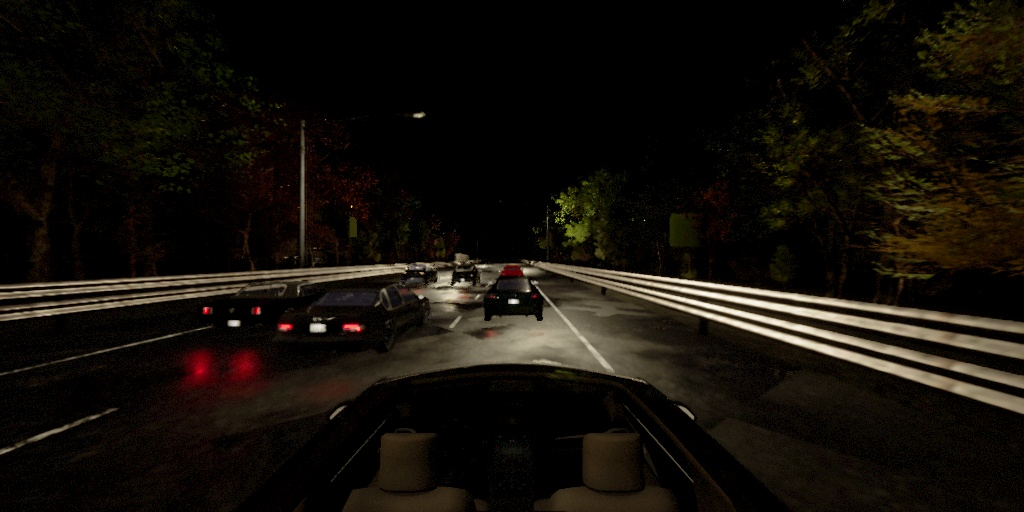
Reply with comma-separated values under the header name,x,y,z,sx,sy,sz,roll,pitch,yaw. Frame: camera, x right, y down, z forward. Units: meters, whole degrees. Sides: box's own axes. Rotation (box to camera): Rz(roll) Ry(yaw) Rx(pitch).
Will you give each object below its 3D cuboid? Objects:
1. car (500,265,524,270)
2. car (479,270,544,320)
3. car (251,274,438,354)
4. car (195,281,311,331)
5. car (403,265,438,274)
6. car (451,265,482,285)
name,x,y,z,sx,sy,sz,roll,pitch,yaw
car,0.012,1.460,28.697,1.812,1.442,4.674,0,0,0
car,0.059,1.392,13.078,1.994,1.385,4.181,0,0,0
car,-3.461,1.348,8.922,2.033,1.411,5.357,0,0,0
car,-6.950,1.417,11.210,1.895,1.301,4.718,0,0,0
car,-6.991,1.420,27.650,2.128,1.511,4.902,0,0,0
car,-3.490,1.435,27.741,1.837,1.490,4.892,0,0,0
